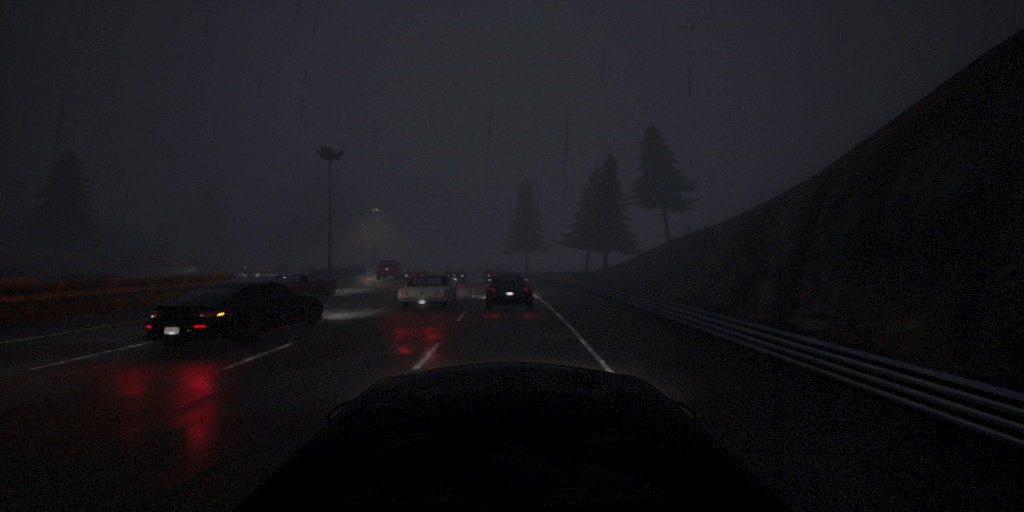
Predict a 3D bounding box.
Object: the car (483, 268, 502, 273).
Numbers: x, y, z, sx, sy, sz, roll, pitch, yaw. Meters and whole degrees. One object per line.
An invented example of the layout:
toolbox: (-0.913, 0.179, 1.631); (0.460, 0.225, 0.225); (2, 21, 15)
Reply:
car: (-1.689, 1.772, 33.155); (1.895, 1.301, 4.718); (0, -1, -8)

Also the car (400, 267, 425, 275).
car: (-8.757, 1.771, 33.141); (1.895, 1.301, 4.718); (0, -1, -8)

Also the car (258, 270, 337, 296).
car: (-10.740, 1.571, 18.219); (1.895, 1.301, 4.718); (0, -1, -3)

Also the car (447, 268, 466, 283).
car: (-5.222, 1.771, 33.128); (1.895, 1.301, 4.718); (0, -1, -8)

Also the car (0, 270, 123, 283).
car: (-21.431, 1.510, 17.625); (2.033, 1.411, 5.357); (0, -1, -3)

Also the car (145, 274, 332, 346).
car: (-6.983, 1.381, 9.629); (1.812, 1.442, 4.674); (0, -1, -1)

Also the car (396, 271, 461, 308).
car: (-3.651, 1.547, 16.384); (1.895, 1.301, 4.718); (0, -1, -2)

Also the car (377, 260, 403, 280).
car: (-13.251, 1.473, 39.129); (2.150, 2.045, 5.566); (0, -1, -11)

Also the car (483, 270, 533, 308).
car: (-0.176, 1.511, 16.396); (1.994, 1.385, 4.181); (0, -1, -2)

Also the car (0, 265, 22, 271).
car: (-24.894, 1.293, 16.114); (2.097, 1.767, 4.553); (0, -1, -3)
